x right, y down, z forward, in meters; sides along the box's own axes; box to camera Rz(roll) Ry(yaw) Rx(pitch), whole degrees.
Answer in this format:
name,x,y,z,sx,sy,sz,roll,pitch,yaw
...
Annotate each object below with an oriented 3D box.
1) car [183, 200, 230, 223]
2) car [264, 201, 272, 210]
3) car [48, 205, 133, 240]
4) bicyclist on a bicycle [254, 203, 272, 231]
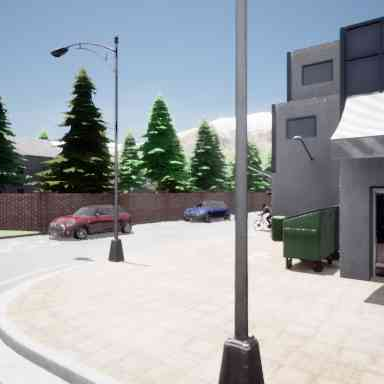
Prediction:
name,x,y,z,sx,sy,sz,roll,pitch,yaw
car,1.257,1.533,27.494,2.097,1.767,4.553,0,0,37
car,10.253,1.680,39.609,1.837,1.490,4.892,0,2,37
car,-5.498,1.533,18.372,2.097,1.767,4.553,0,0,37
bicyclist on a bicycle,4.280,1.479,19.009,1.656,1.620,0.582,0,0,37
